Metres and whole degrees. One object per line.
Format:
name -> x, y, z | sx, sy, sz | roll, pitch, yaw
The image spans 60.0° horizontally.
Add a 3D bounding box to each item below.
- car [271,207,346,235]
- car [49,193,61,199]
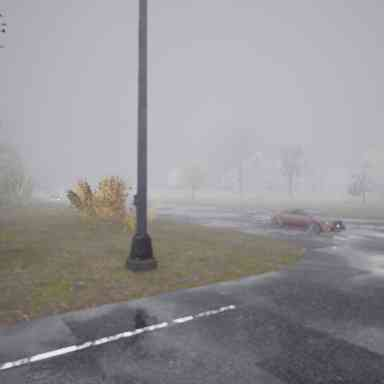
car -> 6.625, 1.595, 19.327 | 1.994, 1.385, 4.181 | 0, 1, -35
car -> -29.957, 0.811, 72.692 | 1.994, 1.385, 4.181 | 0, 1, -29
